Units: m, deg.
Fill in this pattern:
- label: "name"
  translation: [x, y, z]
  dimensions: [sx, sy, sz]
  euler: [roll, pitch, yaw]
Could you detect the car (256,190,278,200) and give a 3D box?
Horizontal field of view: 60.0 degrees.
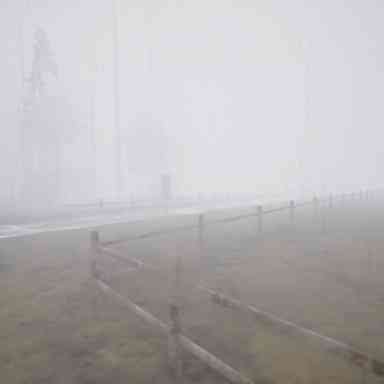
- label: "car"
  translation: [11.633, 0.404, 51.561]
  dimensions: [1.882, 1.535, 5.008]
  euler: [-2, 0, 35]
